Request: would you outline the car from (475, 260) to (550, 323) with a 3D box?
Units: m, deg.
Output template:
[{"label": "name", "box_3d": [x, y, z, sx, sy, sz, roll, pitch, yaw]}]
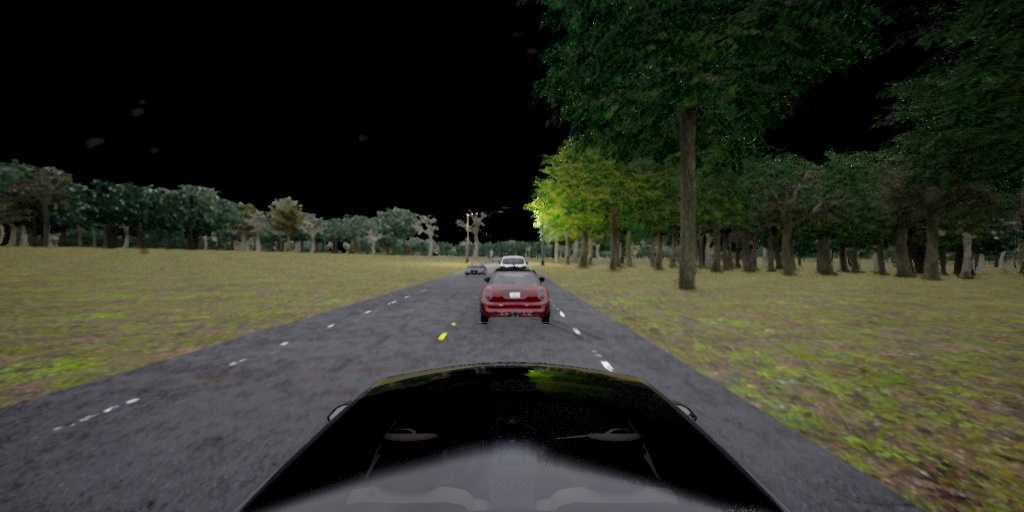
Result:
[{"label": "car", "box_3d": [0.091, 1.144, 12.408, 2.097, 1.767, 4.553, 0, 0, 0]}]

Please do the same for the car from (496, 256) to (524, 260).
[{"label": "car", "box_3d": [0.098, 1.034, 28.377, 2.150, 2.045, 5.566, 0, 0, 0]}]

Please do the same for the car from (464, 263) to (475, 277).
[{"label": "car", "box_3d": [-3.591, 1.358, 36.163, 1.994, 1.385, 4.181, 0, 0, 0]}]
